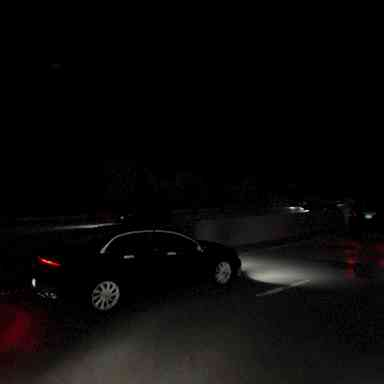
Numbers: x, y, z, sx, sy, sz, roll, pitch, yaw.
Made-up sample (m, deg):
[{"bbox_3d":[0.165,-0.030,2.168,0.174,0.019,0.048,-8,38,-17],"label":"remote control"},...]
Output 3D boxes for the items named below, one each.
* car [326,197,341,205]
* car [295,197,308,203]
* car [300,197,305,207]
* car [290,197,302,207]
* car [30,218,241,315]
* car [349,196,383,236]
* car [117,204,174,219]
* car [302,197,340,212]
[{"bbox_3d":[28.688,1.756,67.580,1.837,1.490,4.892,0,0,12],"label":"car"},{"bbox_3d":[26.948,1.888,82.194,1.812,1.442,4.674,0,0,3],"label":"car"},{"bbox_3d":[15.767,1.694,43.212,1.994,1.385,4.181,0,0,29],"label":"car"},{"bbox_3d":[17.238,1.705,54.402,1.837,1.490,4.892,0,-1,22],"label":"car"},{"bbox_3d":[-0.981,1.500,7.616,4.892,1.490,1.837,2,-1,-37],"label":"car"},{"bbox_3d":[10.188,1.243,17.646,2.150,2.045,5.566,0,0,44],"label":"car"},{"bbox_3d":[-3.354,1.590,24.215,4.181,1.385,1.994,0,0,-44],"label":"car"},{"bbox_3d":[12.386,1.546,31.456,1.882,1.535,5.008,0,0,36],"label":"car"}]
